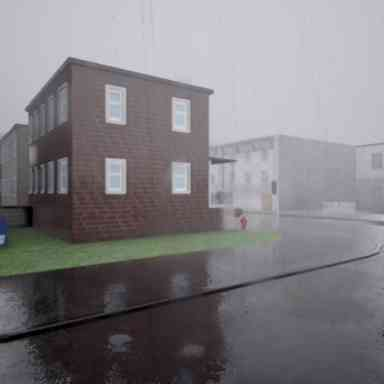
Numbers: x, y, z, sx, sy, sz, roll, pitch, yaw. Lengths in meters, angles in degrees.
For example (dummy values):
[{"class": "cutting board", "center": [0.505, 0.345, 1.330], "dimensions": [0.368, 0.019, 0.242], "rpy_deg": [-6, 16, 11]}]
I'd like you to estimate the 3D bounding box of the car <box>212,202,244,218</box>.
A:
[{"class": "car", "center": [2.382, 1.584, 29.538], "dimensions": [1.895, 1.301, 4.718], "rpy_deg": [0, 0, -36]}]
